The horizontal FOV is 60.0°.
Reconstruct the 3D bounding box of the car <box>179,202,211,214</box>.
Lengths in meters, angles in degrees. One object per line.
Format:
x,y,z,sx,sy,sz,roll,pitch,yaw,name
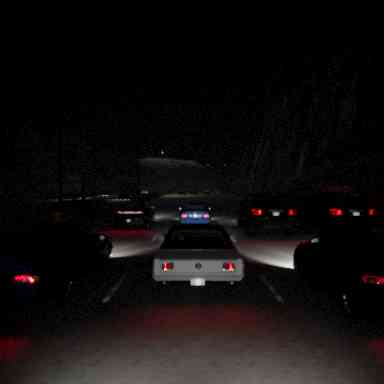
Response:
0.189,1.308,20.485,2.033,1.411,5.357,0,1,0,car

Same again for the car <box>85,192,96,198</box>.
-24.052,0.592,78.044,1.895,1.301,4.718,0,1,1,car

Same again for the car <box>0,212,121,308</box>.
-3.368,1.454,7.963,2.033,1.411,5.357,0,1,0,car

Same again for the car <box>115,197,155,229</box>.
-3.313,1.260,19.805,2.128,1.511,4.902,0,1,0,car

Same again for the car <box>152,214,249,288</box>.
0.135,1.496,8.906,1.895,1.301,4.718,0,1,0,car

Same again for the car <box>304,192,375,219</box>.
7.166,1.021,17.145,2.150,2.045,5.566,0,1,0,car

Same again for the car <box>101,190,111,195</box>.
-23.871,0.217,92.569,1.994,1.385,4.181,0,1,1,car

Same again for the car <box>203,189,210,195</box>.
4.166,0.108,95.415,2.128,1.511,4.902,0,2,1,car

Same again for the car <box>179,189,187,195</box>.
-2.833,0.060,95.496,1.882,1.535,5.008,0,2,1,car

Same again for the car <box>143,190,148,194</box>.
-13.365,0.172,93.000,1.812,1.442,4.674,0,1,1,car

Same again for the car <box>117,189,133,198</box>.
-13.685,0.686,66.917,1.837,1.490,4.892,0,1,0,car

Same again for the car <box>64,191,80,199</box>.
-24.185,0.673,67.016,1.882,1.535,5.008,0,1,0,car

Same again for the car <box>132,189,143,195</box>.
-13.551,0.221,78.018,2.150,2.045,5.566,0,1,1,car

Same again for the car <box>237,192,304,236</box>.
3.668,1.021,17.121,2.150,2.045,5.566,0,1,0,car

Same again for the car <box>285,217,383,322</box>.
3.627,1.480,7.073,1.994,1.385,4.181,0,1,0,car
